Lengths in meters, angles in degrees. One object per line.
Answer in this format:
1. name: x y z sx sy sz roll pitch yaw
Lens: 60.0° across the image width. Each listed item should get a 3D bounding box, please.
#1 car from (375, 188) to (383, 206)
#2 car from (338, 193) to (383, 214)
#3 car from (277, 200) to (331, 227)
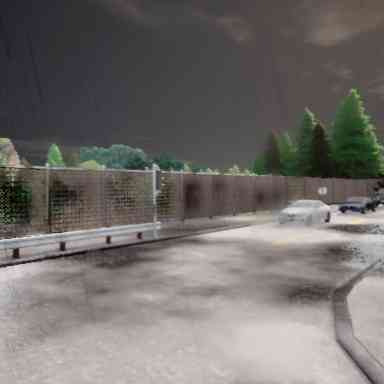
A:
1. car: 21.386 0.559 36.066 2.150 2.045 5.566 0 1 43
2. car: 14.167 1.056 28.214 2.033 1.411 5.357 0 1 42
3. car: 6.988 1.205 20.391 1.812 1.442 4.674 0 1 43
